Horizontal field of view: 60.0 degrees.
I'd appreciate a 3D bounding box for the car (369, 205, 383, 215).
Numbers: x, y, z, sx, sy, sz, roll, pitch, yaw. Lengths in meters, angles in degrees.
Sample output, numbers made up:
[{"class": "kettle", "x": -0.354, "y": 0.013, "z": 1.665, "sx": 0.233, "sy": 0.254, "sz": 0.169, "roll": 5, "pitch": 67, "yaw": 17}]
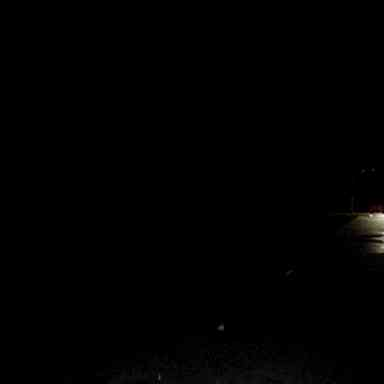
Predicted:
[{"class": "car", "x": 29.316, "y": 2.778, "z": 52.807, "sx": 1.882, "sy": 1.535, "sz": 5.008, "roll": -1, "pitch": -3, "yaw": 30}]
